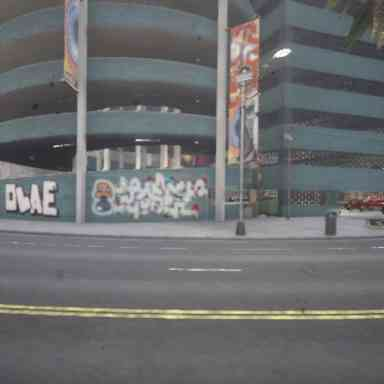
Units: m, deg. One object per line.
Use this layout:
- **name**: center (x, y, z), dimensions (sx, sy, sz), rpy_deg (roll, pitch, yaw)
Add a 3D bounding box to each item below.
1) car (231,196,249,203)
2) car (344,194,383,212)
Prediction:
- **car**: center (10.191, 1.500, 67.555), dimensions (4.786, 1.482, 2.161), rpy_deg (1, 0, -20)
- **car**: center (20.806, 1.295, 39.385), dimensions (5.566, 2.045, 2.435), rpy_deg (1, 0, -20)
